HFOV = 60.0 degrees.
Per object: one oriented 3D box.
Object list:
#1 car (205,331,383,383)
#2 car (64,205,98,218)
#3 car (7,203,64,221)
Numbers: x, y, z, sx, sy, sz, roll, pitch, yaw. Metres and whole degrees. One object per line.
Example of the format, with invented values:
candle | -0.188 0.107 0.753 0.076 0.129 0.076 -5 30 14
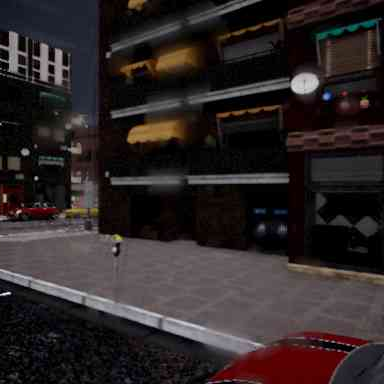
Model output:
car | 1.770 1.443 1.609 4.097 1.590 1.967 0 0 35
car | -10.794 1.852 33.524 1.752 1.417 4.829 -1 -2 35
car | -13.852 1.666 29.133 1.967 1.590 4.097 -1 -2 35
